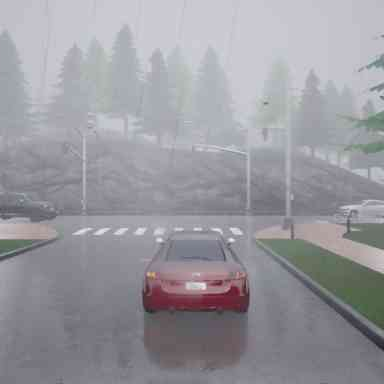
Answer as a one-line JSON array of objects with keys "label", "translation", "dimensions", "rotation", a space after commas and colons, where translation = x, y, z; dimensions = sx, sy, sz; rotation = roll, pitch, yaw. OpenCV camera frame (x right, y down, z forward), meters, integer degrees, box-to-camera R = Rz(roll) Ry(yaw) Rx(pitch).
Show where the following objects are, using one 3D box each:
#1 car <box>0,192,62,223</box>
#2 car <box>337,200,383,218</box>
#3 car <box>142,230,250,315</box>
[{"label": "car", "translation": [-12.147, 1.057, 23.460], "dimensions": [5.566, 2.045, 2.150], "rotation": [0, 0, 3]}, {"label": "car", "translation": [14.374, 1.363, 27.170], "dimensions": [4.674, 1.442, 1.812], "rotation": [0, 0, 0]}, {"label": "car", "translation": [0.084, 1.564, 7.648], "dimensions": [1.994, 1.385, 4.181], "rotation": [0, 0, 0]}]
